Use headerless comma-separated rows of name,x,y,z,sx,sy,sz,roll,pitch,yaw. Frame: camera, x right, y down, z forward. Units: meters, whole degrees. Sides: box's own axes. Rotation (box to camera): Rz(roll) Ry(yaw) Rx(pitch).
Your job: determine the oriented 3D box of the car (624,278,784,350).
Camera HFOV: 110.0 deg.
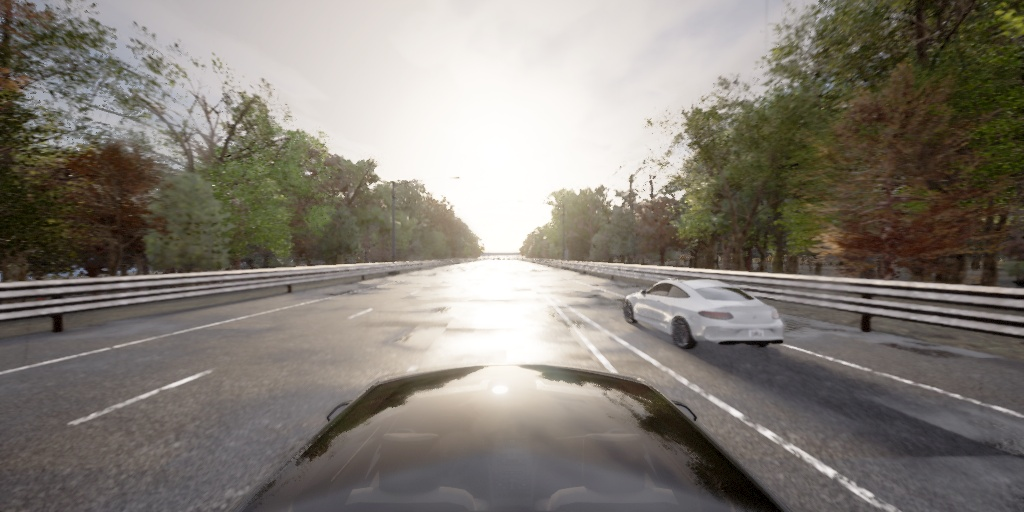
car,4.399,1.275,8.979,1.812,1.442,4.674,0,0,-4
